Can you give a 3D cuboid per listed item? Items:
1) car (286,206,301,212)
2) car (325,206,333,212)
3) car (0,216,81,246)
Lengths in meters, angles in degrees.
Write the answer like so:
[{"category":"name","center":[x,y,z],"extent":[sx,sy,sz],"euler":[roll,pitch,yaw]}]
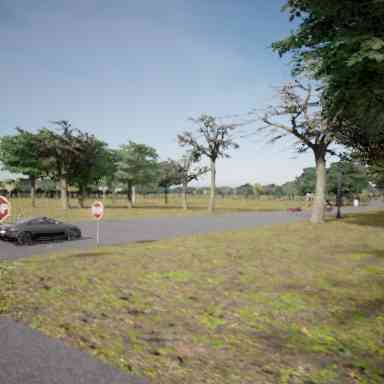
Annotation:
[{"category":"car","center":[22.214,3.718,72.663],"extent":[1.895,1.301,4.718],"euler":[1,-1,36]},{"category":"car","center":[33.552,4.080,82.269],"extent":[1.812,1.442,4.674],"euler":[1,-1,36]},{"category":"car","center":[-8.285,2.046,18.367],"extent":[1.994,1.385,4.181],"euler":[1,-2,36]}]
